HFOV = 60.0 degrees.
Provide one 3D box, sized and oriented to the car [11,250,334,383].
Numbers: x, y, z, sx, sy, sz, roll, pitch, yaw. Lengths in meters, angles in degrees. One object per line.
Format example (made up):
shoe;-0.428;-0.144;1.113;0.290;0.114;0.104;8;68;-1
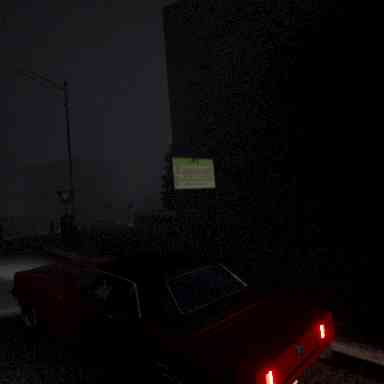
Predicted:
car;-0.713;1.530;4.690;4.718;1.301;1.895;2;2;40

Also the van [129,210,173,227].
van;-5.170;3.364;42.097;4.442;1.987;1.878;-6;-6;21

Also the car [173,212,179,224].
car;-4.207;3.832;44.683;4.792;1.488;2.163;-6;-7;21

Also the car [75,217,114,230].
car;-12.885;4.260;43.820;1.882;1.535;5.008;-6;-6;21

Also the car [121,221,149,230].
car;-10.562;6.232;61.918;4.674;1.452;2.002;-6;-7;21

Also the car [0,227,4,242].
car;-15.540;3.069;25.348;1.837;1.490;4.892;-1;-5;-32

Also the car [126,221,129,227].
car;-12.803;5.710;56.830;5.366;1.575;1.946;-6;-7;21

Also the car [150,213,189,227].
car;-3.190;4.037;47.319;5.008;1.535;2.097;-6;-7;21

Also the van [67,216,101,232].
van;-15.889;4.755;48.981;4.442;1.987;1.878;-6;-6;21

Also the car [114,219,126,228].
car;-13.689;5.308;54.067;4.553;1.767;2.185;-6;-7;21
